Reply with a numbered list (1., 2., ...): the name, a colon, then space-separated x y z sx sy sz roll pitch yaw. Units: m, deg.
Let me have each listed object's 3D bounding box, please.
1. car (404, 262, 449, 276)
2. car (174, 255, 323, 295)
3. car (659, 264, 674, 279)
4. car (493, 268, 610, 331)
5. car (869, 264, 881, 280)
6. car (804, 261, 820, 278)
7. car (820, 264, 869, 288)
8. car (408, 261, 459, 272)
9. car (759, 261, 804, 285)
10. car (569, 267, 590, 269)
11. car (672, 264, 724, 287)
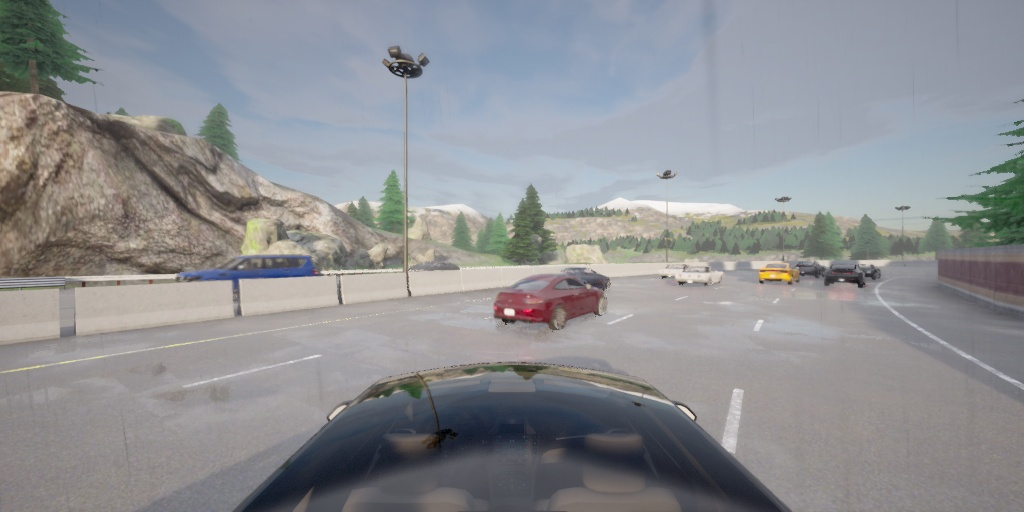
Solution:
1. car: -8.875 1.314 37.451 1.994 1.385 4.181 0 0 42
2. car: -12.114 0.971 16.794 2.150 2.045 5.566 0 0 36
3. car: 14.751 1.351 31.362 4.718 1.301 1.895 0 0 -43
4. car: 1.313 1.275 11.082 1.812 1.442 4.674 0 0 37
5. car: 30.379 1.351 31.004 4.718 1.301 1.895 0 0 -39
6. car: 27.621 1.241 33.254 4.902 1.511 2.128 0 0 -39
7. car: 22.454 1.255 24.155 4.892 1.490 1.837 0 0 -43
8. car: -7.262 1.241 34.037 2.128 1.511 4.902 0 0 42
9. car: 19.697 1.228 26.361 5.008 1.535 1.882 0 0 -44
10. car: 3.746 1.313 19.727 1.994 1.385 4.181 0 0 40
11. car: 13.076 1.351 24.810 1.895 1.301 4.718 0 0 44
